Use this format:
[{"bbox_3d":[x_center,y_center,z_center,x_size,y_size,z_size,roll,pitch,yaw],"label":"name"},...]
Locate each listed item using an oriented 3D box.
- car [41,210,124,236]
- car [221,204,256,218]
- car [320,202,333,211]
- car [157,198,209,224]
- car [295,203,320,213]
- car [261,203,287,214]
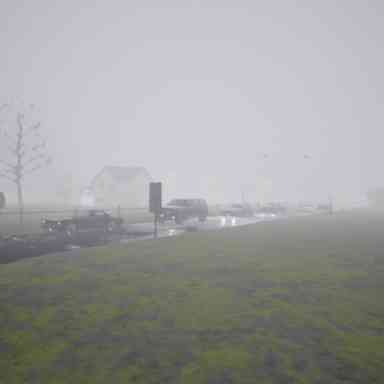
[{"bbox_3d":[-6.459,1.777,19.960,1.895,1.301,4.718,1,0,35],"label":"car"},{"bbox_3d":[5.209,2.000,36.504,2.033,1.411,5.357,1,0,35],"label":"car"},{"bbox_3d":[21.996,2.374,55.219,1.994,1.385,4.181,1,0,35],"label":"car"},{"bbox_3d":[-0.712,1.535,28.107,2.150,2.045,5.566,1,0,35],"label":"car"},{"bbox_3d":[16.174,2.282,46.968,1.895,1.301,4.718,1,0,35],"label":"car"},{"bbox_3d":[11.121,2.187,44.827,1.895,1.301,4.718,1,0,36],"label":"car"}]
